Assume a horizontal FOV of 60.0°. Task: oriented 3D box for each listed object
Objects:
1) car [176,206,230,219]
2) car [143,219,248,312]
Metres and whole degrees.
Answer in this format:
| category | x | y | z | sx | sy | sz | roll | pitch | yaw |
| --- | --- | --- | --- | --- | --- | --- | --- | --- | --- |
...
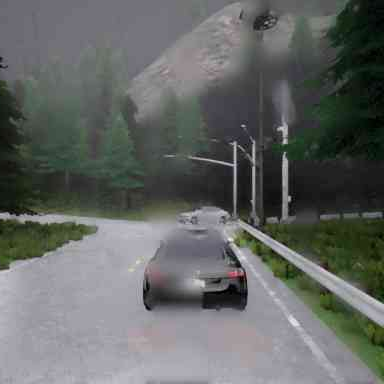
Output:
| category | x | y | z | sx | sy | sz | roll | pitch | yaw |
| --- | --- | --- | --- | --- | --- | --- | --- | --- | --- |
| car | 0.916 | 1.850 | 26.272 | 4.674 | 1.442 | 1.812 | 3 | -5 | -37 |
| car | 0.075 | 1.564 | 7.782 | 1.994 | 1.385 | 4.181 | 0 | 0 | 1 |
